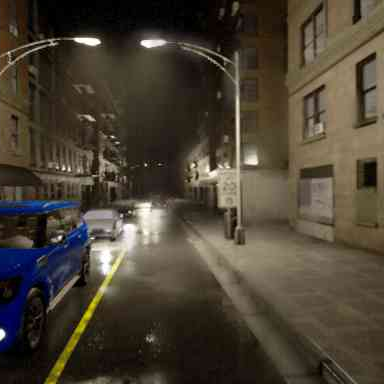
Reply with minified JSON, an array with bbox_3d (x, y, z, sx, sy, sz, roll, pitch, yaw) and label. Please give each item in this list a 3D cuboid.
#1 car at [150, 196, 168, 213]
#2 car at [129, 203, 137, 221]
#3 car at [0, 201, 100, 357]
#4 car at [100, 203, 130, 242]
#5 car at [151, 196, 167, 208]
[{"bbox_3d":[-3.533,1.414,35.882,2.033,1.411,5.357,-1,0,-5],"label":"car"},{"bbox_3d":[-5.465,1.539,26.432,1.895,1.301,4.718,-1,0,-6],"label":"car"},{"bbox_3d":[-3.411,1.233,6.292,2.150,2.045,5.566,-1,0,-6],"label":"car"},{"bbox_3d":[-4.452,1.523,16.468,2.033,1.411,5.357,-1,0,-6],"label":"car"},{"bbox_3d":[-4.742,1.313,47.257,2.128,1.511,4.902,-1,0,-5],"label":"car"}]
